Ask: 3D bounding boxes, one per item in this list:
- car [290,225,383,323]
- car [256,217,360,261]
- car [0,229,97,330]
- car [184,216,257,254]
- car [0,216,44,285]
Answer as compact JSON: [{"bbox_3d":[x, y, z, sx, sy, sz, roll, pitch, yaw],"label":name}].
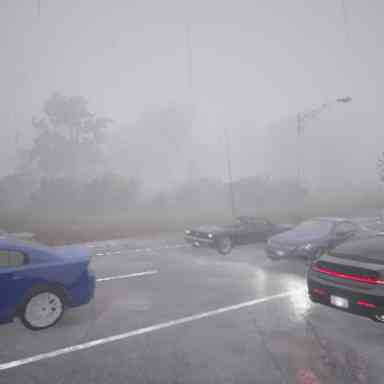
[{"bbox_3d":[4.400,1.582,6.888,4.892,1.490,1.837,1,0,-36],"label":"car"},{"bbox_3d":[4.605,1.633,11.576,4.674,1.442,1.812,1,0,-36],"label":"car"},{"bbox_3d":[-4.117,1.473,5.354,5.008,1.535,1.882,1,-1,-35],"label":"car"},{"bbox_3d":[1.997,1.700,14.016,4.718,1.301,1.895,1,0,-36],"label":"car"},{"bbox_3d":[-6.463,1.469,7.980,5.008,1.535,1.882,1,-1,-35],"label":"car"}]
